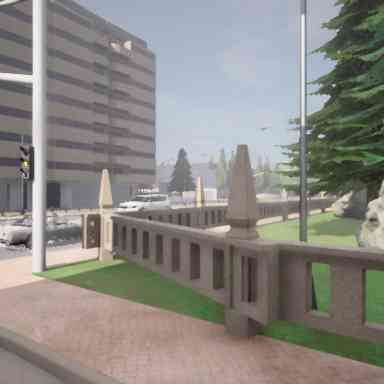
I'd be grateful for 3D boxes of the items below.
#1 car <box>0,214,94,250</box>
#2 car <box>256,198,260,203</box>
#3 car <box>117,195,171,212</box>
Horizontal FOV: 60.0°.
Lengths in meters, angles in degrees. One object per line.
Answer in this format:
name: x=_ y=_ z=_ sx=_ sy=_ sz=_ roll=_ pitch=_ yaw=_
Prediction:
car: x=-6.232 y=1.650 z=14.803 sx=1.895 sy=1.301 sz=4.718 roll=0 pitch=0 yaw=35
car: x=8.815 y=1.522 z=48.810 sx=1.882 sy=1.535 sz=5.008 roll=0 pitch=0 yaw=35
car: x=-4.179 y=1.265 z=30.215 sx=2.150 sy=2.045 sz=5.566 roll=0 pitch=0 yaw=35
